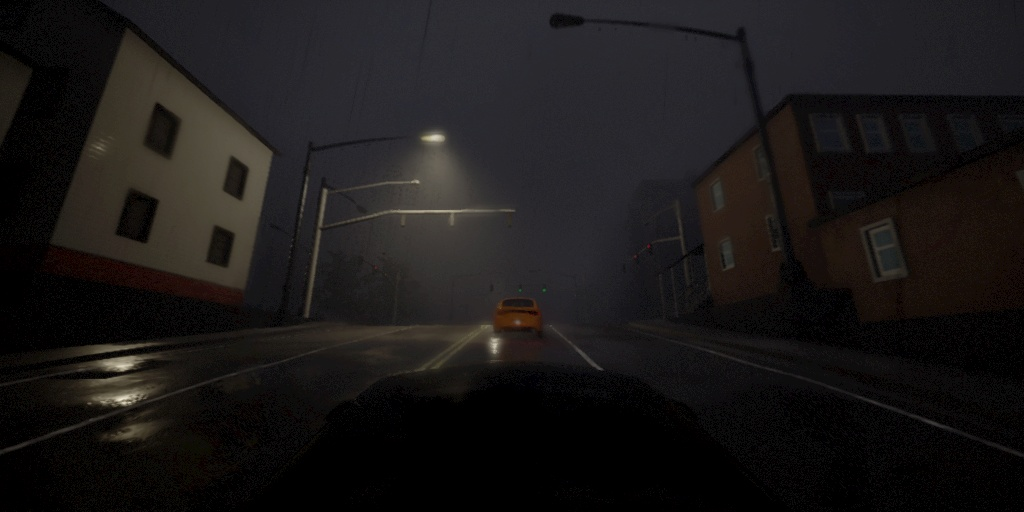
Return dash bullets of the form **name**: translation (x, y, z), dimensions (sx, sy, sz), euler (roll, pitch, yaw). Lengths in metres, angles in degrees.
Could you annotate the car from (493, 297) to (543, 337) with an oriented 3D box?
- **car**: translation (0.282, 2.506, 15.268), dimensions (1.882, 1.535, 5.008), euler (0, -7, 1)
